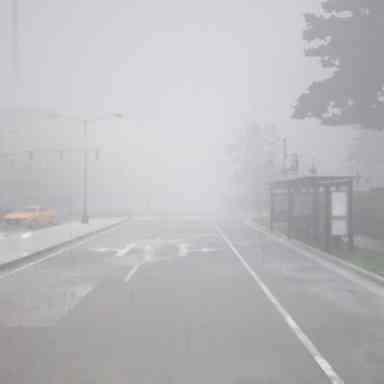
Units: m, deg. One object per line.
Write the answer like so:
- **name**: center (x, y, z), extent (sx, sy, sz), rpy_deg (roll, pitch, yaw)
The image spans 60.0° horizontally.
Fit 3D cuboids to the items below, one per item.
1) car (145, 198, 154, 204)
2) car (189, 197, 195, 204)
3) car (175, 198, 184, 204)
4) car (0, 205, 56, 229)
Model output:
- **car**: center (-11.499, 2.506, 90.238), extent (2.128, 1.511, 4.902), rpy_deg (0, -1, 0)
- **car**: center (0.001, 2.484, 91.006), extent (1.837, 1.490, 4.892), rpy_deg (0, -1, 0)
- **car**: center (-3.499, 2.500, 90.589), extent (1.812, 1.442, 4.674), rpy_deg (0, -1, 0)
- **car**: center (-11.518, 1.739, 23.903), extent (1.882, 1.535, 5.008), rpy_deg (0, -1, 0)
